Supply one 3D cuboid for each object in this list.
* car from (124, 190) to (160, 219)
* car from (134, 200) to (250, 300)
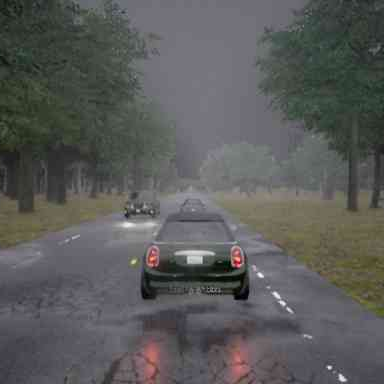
[{"bbox_3d":[-3.623,0.879,25.149,2.150,2.045,5.566,0,1,0],"label":"car"},{"bbox_3d":[0.089,1.237,8.244,2.097,1.767,4.553,0,1,1],"label":"car"}]
